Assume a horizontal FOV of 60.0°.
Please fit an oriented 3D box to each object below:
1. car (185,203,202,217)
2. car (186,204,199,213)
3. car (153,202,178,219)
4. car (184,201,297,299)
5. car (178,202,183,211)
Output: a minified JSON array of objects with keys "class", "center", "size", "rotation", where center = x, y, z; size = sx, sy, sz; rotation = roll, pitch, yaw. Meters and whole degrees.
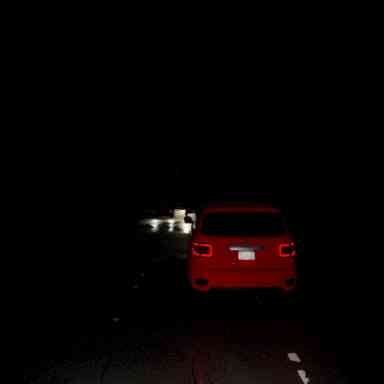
[{"class":"car","center":[0.144,2.028,38.527],"size":[1.812,1.442,4.674],"rotation":[0,-1,-1]},{"class":"car","center":[0.095,2.368,48.475],"size":[1.895,1.301,4.718],"rotation":[0,-2,0]},{"class":"car","center":[-2.783,1.862,33.770],"size":[1.882,1.535,5.008],"rotation":[0,-1,0]},{"class":"car","center":[0.979,1.246,8.620],"size":[2.150,2.045,5.566],"rotation":[0,0,0]},{"class":"car","center":[-2.627,2.688,62.390],"size":[1.882,1.535,5.008],"rotation":[0,-2,0]}]
